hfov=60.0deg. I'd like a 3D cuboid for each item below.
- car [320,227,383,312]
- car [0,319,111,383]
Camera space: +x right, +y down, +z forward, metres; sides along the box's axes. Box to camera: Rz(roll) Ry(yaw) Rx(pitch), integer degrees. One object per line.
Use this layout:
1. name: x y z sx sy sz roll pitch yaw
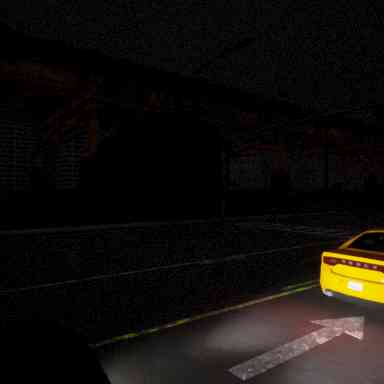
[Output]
1. car: 4.840 1.478 7.180 5.008 1.535 1.882 0 0 -35
2. car: -2.773 1.601 1.774 4.718 1.301 1.895 0 0 -35
